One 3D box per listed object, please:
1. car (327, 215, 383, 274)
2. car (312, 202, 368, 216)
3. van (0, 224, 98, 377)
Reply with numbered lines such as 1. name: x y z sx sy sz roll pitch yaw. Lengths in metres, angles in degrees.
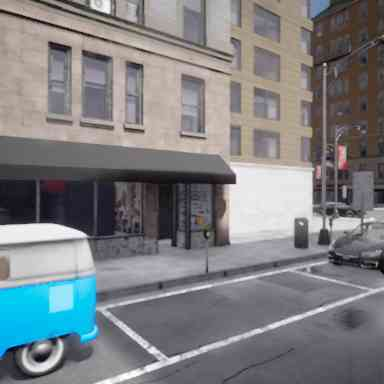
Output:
1. car: 6.053 1.597 10.505 4.403 1.369 2.008 0 0 -35
2. car: 13.590 1.646 30.771 1.895 1.301 4.718 0 0 -35
3. van: -3.167 1.339 3.932 3.998 1.788 1.690 0 0 -35
